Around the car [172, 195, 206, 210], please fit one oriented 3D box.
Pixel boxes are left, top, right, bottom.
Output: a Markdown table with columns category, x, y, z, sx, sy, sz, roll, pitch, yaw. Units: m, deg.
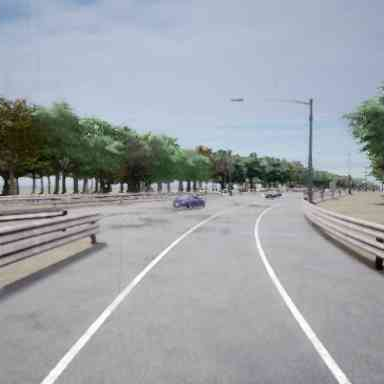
| category | x | y | z | sx | sy | sz | roll | pitch | yaw |
| --- | --- | --- | --- | --- | --- | --- | --- | --- | --- |
| car | -0.248 | 1.002 | 34.100 | 1.812 | 1.442 | 4.674 | 1 | 2 | 31 |

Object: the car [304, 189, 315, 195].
| category | x | y | z | sx | sy | sz | roll | pitch | yaw |
| --- | --- | --- | --- | --- | --- | --- | --- | --- | --- |
| car | 30.012 | -0.072 | 85.054 | 2.033 | 1.411 | 5.357 | 1 | 1 | 31 |

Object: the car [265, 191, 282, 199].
| category | x | y | z | sx | sy | sz | roll | pitch | yaw |
| --- | --- | --- | --- | --- | --- | --- | --- | --- | --- |
| car | 14.620 | 0.512 | 59.197 | 1.895 | 1.301 | 4.718 | 1 | 2 | 31 |
